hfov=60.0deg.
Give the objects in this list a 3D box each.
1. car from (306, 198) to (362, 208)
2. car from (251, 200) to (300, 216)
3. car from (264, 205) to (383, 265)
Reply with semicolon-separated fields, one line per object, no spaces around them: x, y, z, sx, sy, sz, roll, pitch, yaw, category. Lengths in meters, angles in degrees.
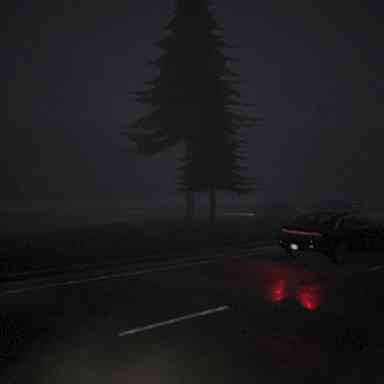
12.550;1.315;29.749;1.882;1.535;5.008;1;0;-37;car
7.375;1.422;29.432;4.181;1.385;1.994;0;0;35;car
5.089;1.429;11.489;4.902;1.511;2.128;0;0;-35;car
